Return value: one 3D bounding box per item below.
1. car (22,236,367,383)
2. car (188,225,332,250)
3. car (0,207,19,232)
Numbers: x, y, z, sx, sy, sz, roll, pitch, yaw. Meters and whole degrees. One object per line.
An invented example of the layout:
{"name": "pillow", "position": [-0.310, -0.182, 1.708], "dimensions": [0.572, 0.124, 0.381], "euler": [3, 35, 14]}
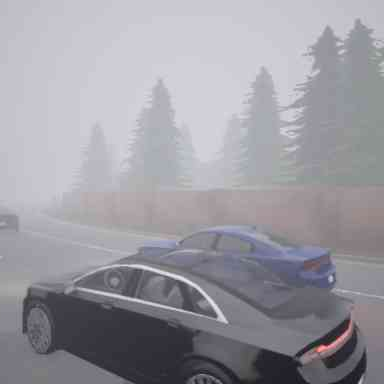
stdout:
{"name": "car", "position": [-0.420, 1.532, 4.478], "dimensions": [4.902, 1.511, 2.128], "euler": [0, -1, 37]}
{"name": "car", "position": [0.740, 1.548, 7.988], "dimensions": [5.008, 1.535, 1.882], "euler": [0, 0, 38]}
{"name": "car", "position": [-12.203, 1.661, 20.616], "dimensions": [1.882, 1.535, 5.008], "euler": [0, -1, -40]}
